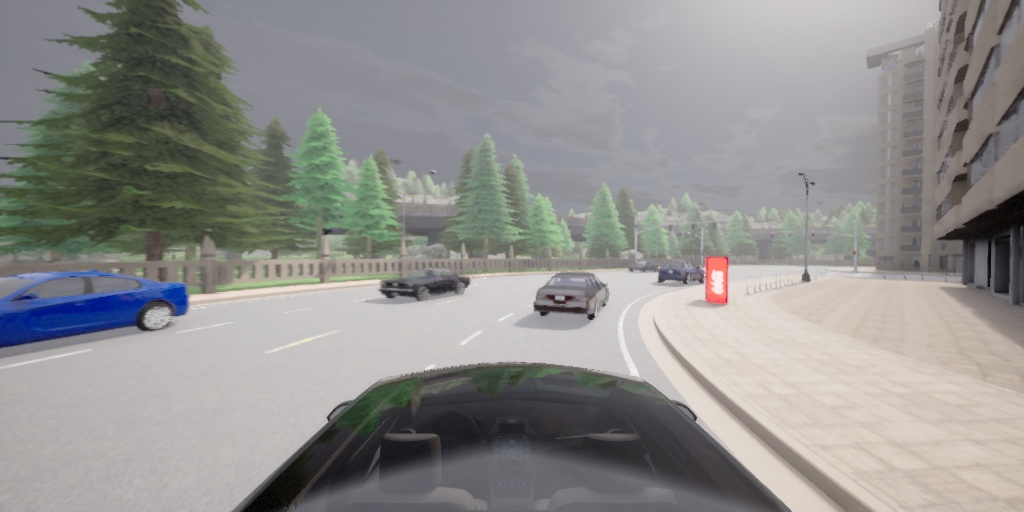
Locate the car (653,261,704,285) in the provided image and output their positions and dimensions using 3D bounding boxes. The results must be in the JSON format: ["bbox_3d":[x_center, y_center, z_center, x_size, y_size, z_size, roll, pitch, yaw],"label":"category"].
[{"bbox_3d":[12.845,1.151,27.049,4.553,1.767,2.097,0,0,-44],"label":"car"}]

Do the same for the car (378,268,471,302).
[{"bbox_3d":[-3.835,1.236,16.449,1.895,1.301,4.718,1,0,23],"label":"car"}]

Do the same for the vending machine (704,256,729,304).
[{"bbox_3d":[8.532,0.994,14.953,1.100,2.100,0.880,0,0,30],"label":"vending machine"}]

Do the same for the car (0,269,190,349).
[{"bbox_3d":[-9.844,1.077,7.533,1.882,1.535,5.008,0,0,10],"label":"car"}]

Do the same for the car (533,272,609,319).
[{"bbox_3d":[2.299,1.276,12.838,2.033,1.411,5.357,1,0,21],"label":"car"}]

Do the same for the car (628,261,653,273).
[{"bbox_3d":[16.506,1.297,44.943,4.674,1.442,1.812,1,0,-42],"label":"car"}]
